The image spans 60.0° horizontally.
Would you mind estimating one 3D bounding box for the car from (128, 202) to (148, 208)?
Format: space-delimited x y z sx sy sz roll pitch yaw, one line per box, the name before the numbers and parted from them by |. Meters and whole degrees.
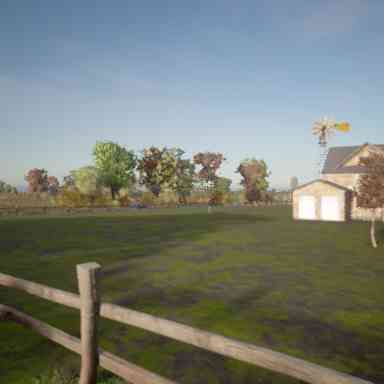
car | -10.868 2.647 67.388 1.994 1.385 4.181 1 -1 36
